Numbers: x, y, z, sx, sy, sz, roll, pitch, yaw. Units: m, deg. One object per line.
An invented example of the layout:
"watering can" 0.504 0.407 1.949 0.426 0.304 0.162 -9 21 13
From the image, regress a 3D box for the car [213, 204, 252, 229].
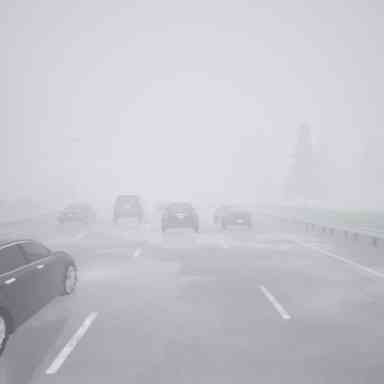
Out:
"car" 2.580 1.526 21.606 1.812 1.442 4.674 0 0 -5

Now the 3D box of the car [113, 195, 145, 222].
"car" -4.970 1.223 26.564 2.150 2.045 5.566 0 0 -7

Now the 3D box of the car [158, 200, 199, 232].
"car" -0.806 1.353 20.115 2.097 1.767 4.553 0 0 -5

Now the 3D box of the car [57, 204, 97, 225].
"car" -8.178 1.549 24.016 2.033 1.411 5.357 0 0 -6

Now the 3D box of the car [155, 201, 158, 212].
"car" -3.334 1.603 39.184 1.895 1.301 4.718 0 0 -10

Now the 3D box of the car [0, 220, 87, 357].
"car" -3.500 1.506 5.711 1.837 1.490 4.892 0 0 -1
